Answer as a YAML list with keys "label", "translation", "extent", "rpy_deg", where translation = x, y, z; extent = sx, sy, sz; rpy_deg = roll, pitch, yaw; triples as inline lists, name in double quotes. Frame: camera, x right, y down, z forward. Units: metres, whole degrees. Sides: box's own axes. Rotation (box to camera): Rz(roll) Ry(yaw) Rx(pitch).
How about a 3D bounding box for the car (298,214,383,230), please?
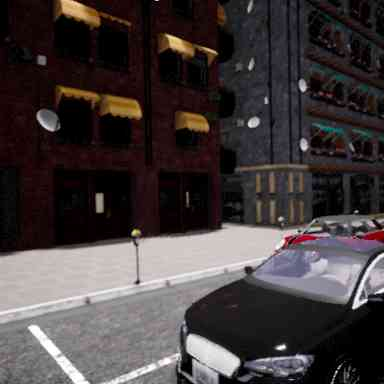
- label: "car"
  translation: [4.206, 1.444, 9.762]
  extent: [4.097, 1.590, 1.967]
  rpy_deg: [0, -1, -39]

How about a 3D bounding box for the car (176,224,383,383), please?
- label: "car"
  translation: [2.017, 1.496, 4.771]
  extent: [4.902, 1.511, 2.128]
  rpy_deg: [0, 0, -39]
